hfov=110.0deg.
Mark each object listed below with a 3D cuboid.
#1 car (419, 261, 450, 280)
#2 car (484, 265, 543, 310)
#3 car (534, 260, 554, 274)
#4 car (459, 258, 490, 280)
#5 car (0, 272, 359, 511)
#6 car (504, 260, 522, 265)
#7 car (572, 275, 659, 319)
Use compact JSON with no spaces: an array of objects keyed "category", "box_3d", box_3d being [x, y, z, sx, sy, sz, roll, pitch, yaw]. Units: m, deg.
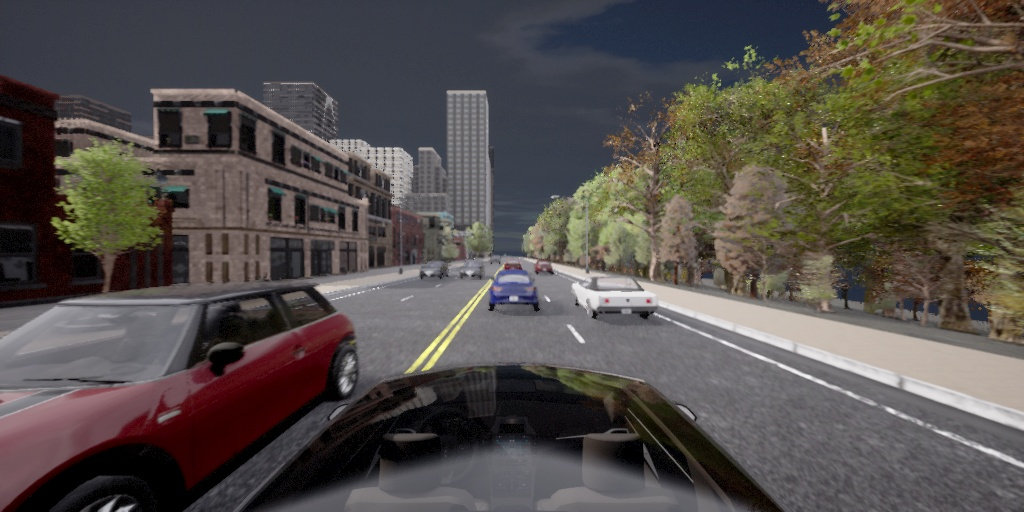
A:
[{"category":"car","box_3d":[-6.596,1.185,30.863,2.128,1.511,4.902,0,0,0]},{"category":"car","box_3d":[0.073,1.251,14.347,1.812,1.442,4.674,0,0,0]},{"category":"car","box_3d":[3.345,1.202,38.967,1.812,1.442,4.674,0,0,0]},{"category":"car","box_3d":[-3.346,1.185,30.863,2.128,1.511,4.902,0,0,0]},{"category":"car","box_3d":[-3.305,1.099,3.364,2.097,1.767,4.553,0,0,0]},{"category":"car","box_3d":[0.094,1.150,41.103,1.882,1.535,5.008,0,0,0]},{"category":"car","box_3d":[3.348,1.330,12.671,1.895,1.301,4.718,0,0,0]}]
